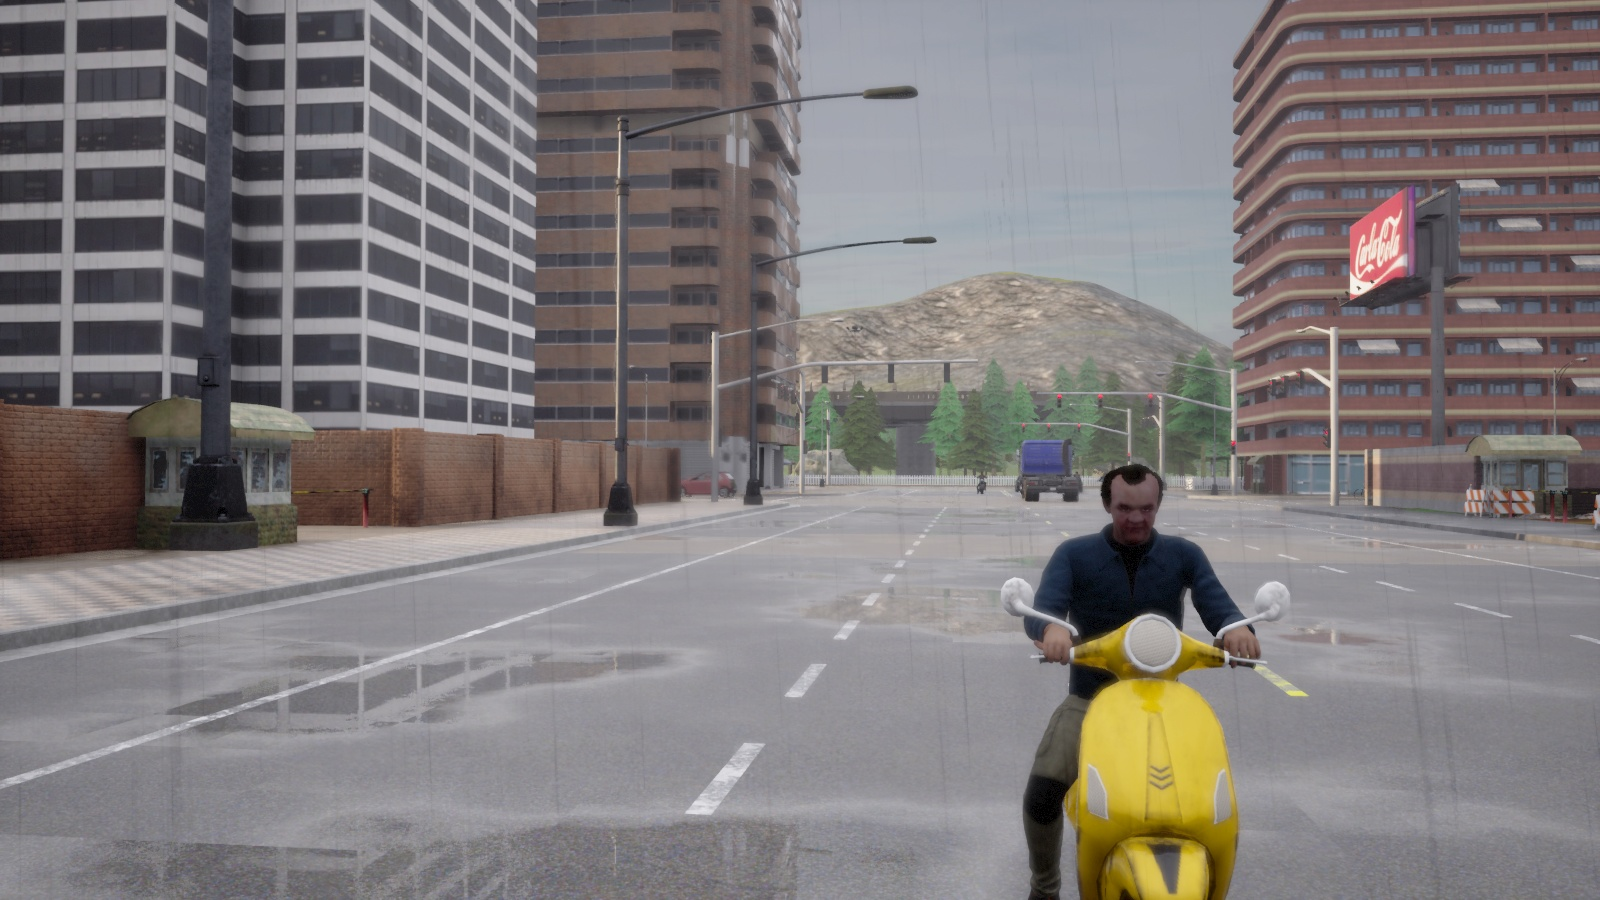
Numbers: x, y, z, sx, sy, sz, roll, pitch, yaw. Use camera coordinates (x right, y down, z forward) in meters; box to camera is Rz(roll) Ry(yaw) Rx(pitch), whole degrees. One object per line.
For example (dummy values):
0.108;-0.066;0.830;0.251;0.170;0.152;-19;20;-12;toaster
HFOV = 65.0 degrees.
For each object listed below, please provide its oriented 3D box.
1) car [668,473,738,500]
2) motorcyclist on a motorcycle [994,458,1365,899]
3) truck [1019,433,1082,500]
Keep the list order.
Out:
-5.485;2.042;71.115;3.633;1.501;1.845;0;-1;9;car
1.080;0.831;4.042;0.866;1.590;1.817;0;-1;8;motorcyclist on a motorcycle
13.658;0.935;69.043;2.891;3.462;7.936;0;-1;8;truck
